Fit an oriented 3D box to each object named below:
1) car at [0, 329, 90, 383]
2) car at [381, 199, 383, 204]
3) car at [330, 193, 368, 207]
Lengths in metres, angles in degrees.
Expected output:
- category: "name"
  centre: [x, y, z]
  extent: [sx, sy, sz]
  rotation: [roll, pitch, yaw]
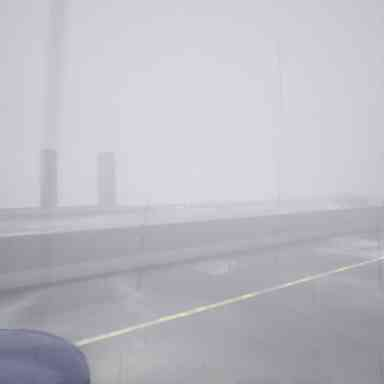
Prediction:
- category: "car"
  centre: [-2.891, 1.538, 1.711]
  extent: [4.674, 1.442, 1.812]
  rotation: [-1, 1, -36]
- category: "car"
  centre: [24.663, 0.904, 39.596]
  extent: [5.357, 1.411, 2.033]
  rotation: [-1, 1, -36]
- category: "car"
  centre: [19.252, 0.899, 39.977]
  extent: [4.902, 1.511, 2.128]
  rotation: [-1, 1, -36]
